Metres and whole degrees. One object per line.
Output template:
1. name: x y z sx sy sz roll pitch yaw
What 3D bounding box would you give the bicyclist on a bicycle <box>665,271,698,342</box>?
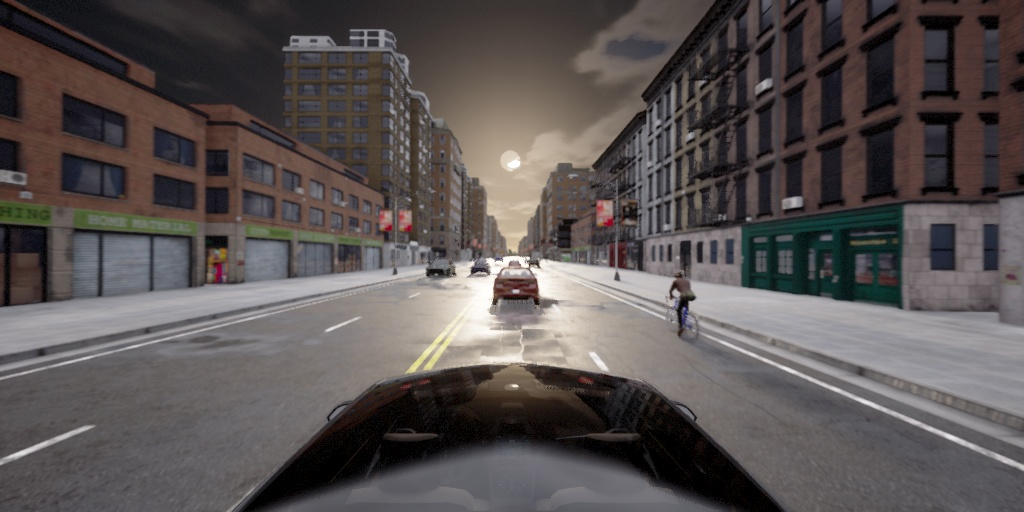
1. bicyclist on a bicycle: 4.167 1.208 8.838 0.582 1.620 1.656 0 0 0

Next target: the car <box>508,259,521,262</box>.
1. car: 0.369 1.177 55.021 1.994 1.385 4.181 0 0 0

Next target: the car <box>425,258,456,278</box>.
1. car: -6.444 0.995 32.817 2.097 1.767 4.553 0 0 0

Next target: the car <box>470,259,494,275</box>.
1. car: -3.173 1.248 36.701 1.895 1.301 4.718 0 0 0

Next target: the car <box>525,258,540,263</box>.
1. car: 3.646 1.118 60.661 1.837 1.490 4.892 0 0 0

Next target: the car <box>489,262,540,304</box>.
1. car: 0.164 1.196 16.163 1.882 1.535 5.008 0 0 0
